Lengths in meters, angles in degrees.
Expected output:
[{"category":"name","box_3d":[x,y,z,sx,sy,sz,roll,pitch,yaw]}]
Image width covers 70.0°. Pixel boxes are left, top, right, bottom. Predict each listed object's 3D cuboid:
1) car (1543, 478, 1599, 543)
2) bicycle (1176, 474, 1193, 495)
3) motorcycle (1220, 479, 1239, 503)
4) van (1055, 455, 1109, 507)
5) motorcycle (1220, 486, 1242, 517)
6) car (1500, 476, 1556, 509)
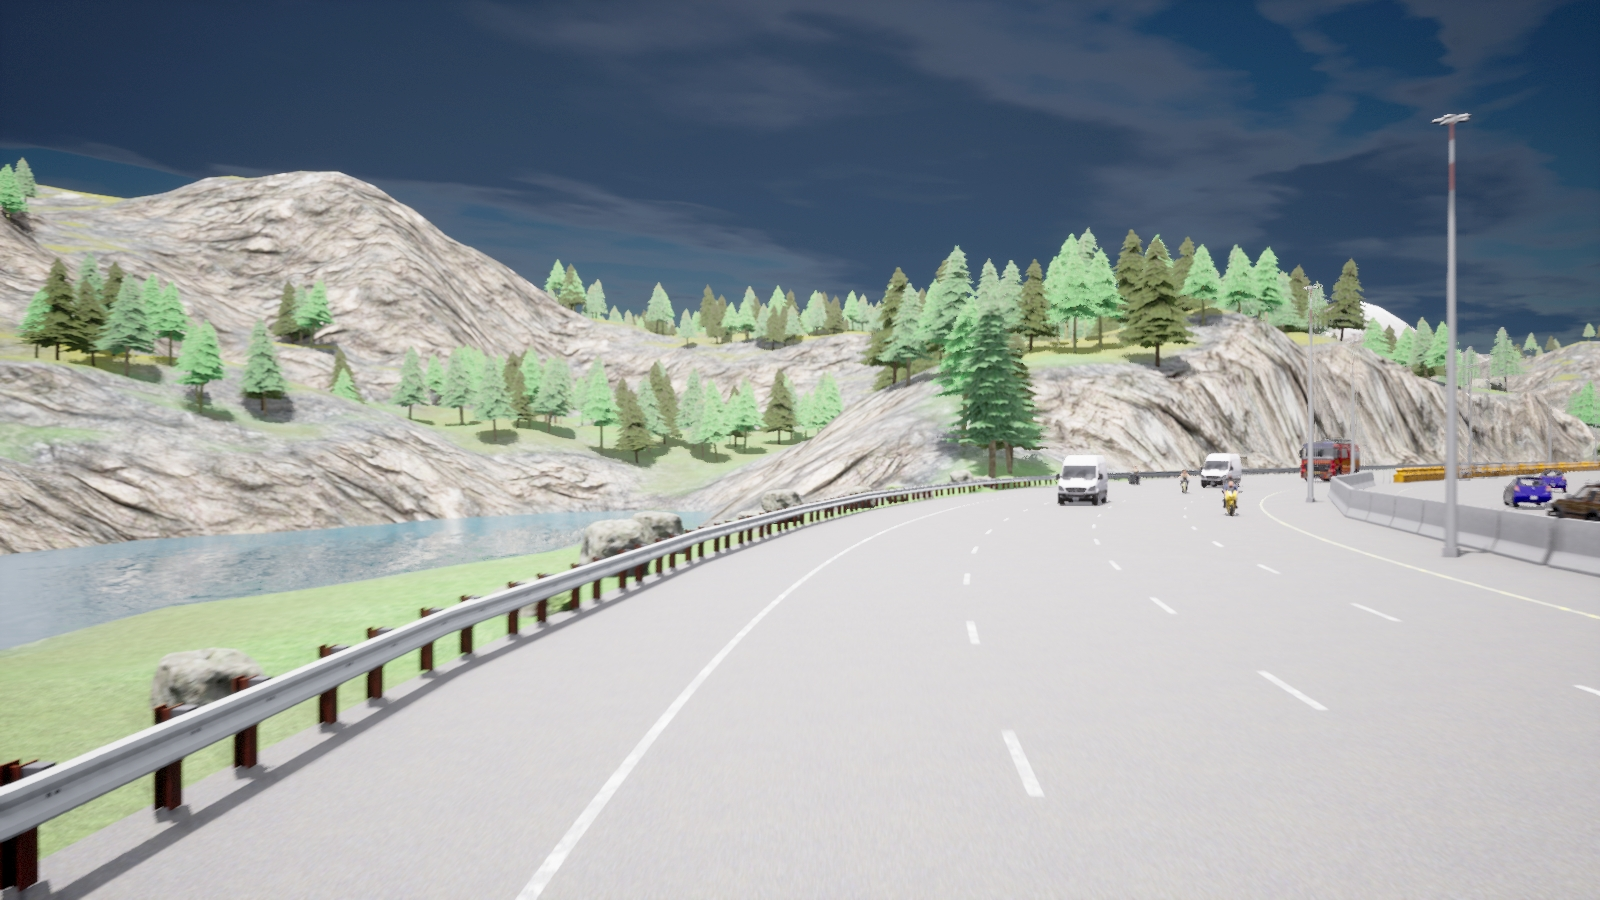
[{"category":"car","box_3d":[25.736,1.898,36.490,1.932,1.855,4.605,0,0,14]},{"category":"bicycle","box_3d":[24.630,2.181,73.218,0.859,1.295,1.487,1,0,26]},{"category":"motorcycle","box_3d":[23.642,2.236,62.826,0.867,1.251,2.209,0,0,23]},{"category":"van","box_3d":[14.734,1.553,59.406,1.988,2.561,5.915,0,0,21]},{"category":"motorcycle","box_3d":[18.414,2.201,48.855,0.803,1.217,2.033,0,0,18]},{"category":"car","box_3d":[36.350,2.086,57.119,1.845,1.501,3.633,0,0,24]}]
